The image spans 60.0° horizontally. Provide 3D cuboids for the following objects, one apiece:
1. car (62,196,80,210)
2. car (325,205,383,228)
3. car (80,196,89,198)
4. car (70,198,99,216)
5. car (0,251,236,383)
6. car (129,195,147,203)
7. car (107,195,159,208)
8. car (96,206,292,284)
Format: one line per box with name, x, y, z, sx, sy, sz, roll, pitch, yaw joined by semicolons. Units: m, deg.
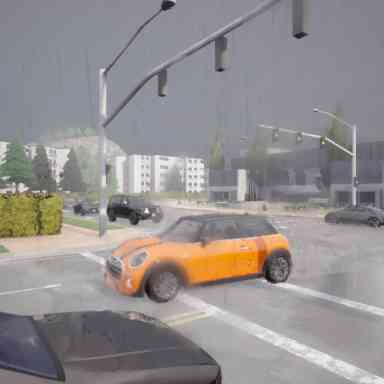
car;-15.759;1.526;42.966;1.812;1.442;4.674;0;0;-20
car;11.086;1.564;22.142;1.994;1.385;4.181;0;0;-37
car;-19.250;1.493;58.631;2.128;1.511;4.902;0;0;-3
car;-10.216;1.564;32.645;1.994;1.385;4.181;0;0;-33
car;-2.271;1.547;2.146;5.357;1.411;2.033;0;0;-35
car;-11.235;1.477;68.959;1.882;1.535;5.008;0;0;14
car;-4.344;1.221;24.566;2.150;2.045;5.566;0;0;-39
car;0.226;1.352;8.233;4.553;1.767;2.097;0;0;-28
